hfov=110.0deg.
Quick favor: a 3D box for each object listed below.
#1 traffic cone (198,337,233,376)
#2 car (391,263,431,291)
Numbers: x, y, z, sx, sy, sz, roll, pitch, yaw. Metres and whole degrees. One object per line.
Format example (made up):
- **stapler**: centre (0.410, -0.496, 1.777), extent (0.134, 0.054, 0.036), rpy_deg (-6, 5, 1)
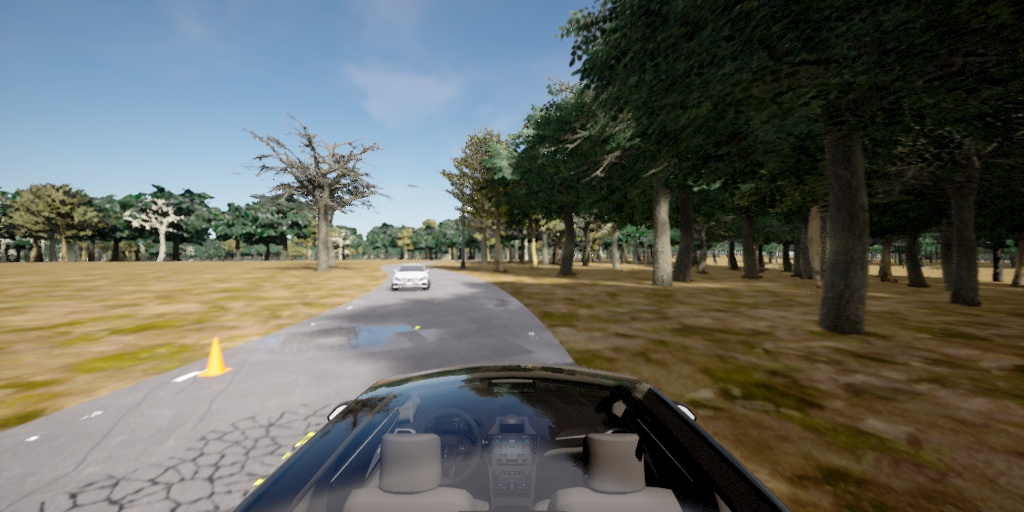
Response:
- **traffic cone**: centre (-5.001, 1.671, 6.054), extent (0.340, 0.580, 0.340), rpy_deg (0, 0, -3)
- **car**: centre (-5.759, 1.141, 20.738), extent (1.812, 1.442, 4.674), rpy_deg (0, 0, -12)
